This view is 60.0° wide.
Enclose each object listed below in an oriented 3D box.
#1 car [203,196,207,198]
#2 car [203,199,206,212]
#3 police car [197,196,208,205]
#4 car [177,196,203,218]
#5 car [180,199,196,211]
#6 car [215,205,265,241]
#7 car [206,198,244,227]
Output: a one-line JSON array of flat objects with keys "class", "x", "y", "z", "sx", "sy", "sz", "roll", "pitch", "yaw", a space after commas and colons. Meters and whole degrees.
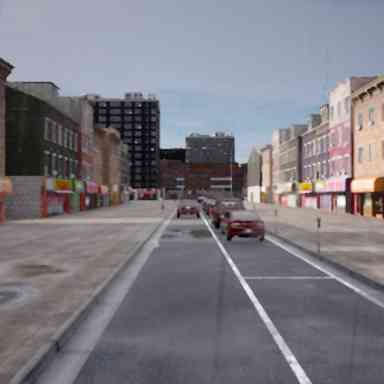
[{"class": "car", "x": 2.078, "y": 1.635, "z": 43.886, "sx": 2.008, "sy": 1.369, "sz": 4.403, "roll": 0, "pitch": 0, "yaw": -1}, {"class": "car", "x": 2.222, "y": 1.635, "z": 33.012, "sx": 1.802, "sy": 1.307, "sz": 4.206, "roll": 0, "pitch": 0, "yaw": -1}, {"class": "police car", "x": 1.915, "y": 1.581, "z": 64.309, "sx": 1.930, "sy": 1.638, "sz": 5.238, "roll": 0, "pitch": 0, "yaw": -1}, {"class": "car", "x": -0.346, "y": 1.409, "z": 31.484, "sx": 2.097, "sy": 1.767, "sz": 4.553, "roll": 0, "pitch": 0, "yaw": 0}, {"class": "car", "x": -0.530, "y": 1.639, "z": 43.807, "sx": 2.033, "sy": 1.411, "sz": 5.357, "roll": 0, "pitch": 0, "yaw": 0}, {"class": "car", "x": 2.438, "y": 1.561, "z": 16.701, "sx": 1.887, "sy": 1.381, "sz": 4.507, "roll": 0, "pitch": 0, "yaw": -1}, {"class": "car", "x": 2.367, "y": 1.342, "z": 22.139, "sx": 2.192, "sy": 1.841, "sz": 5.009, "roll": 0, "pitch": 0, "yaw": -1}]
